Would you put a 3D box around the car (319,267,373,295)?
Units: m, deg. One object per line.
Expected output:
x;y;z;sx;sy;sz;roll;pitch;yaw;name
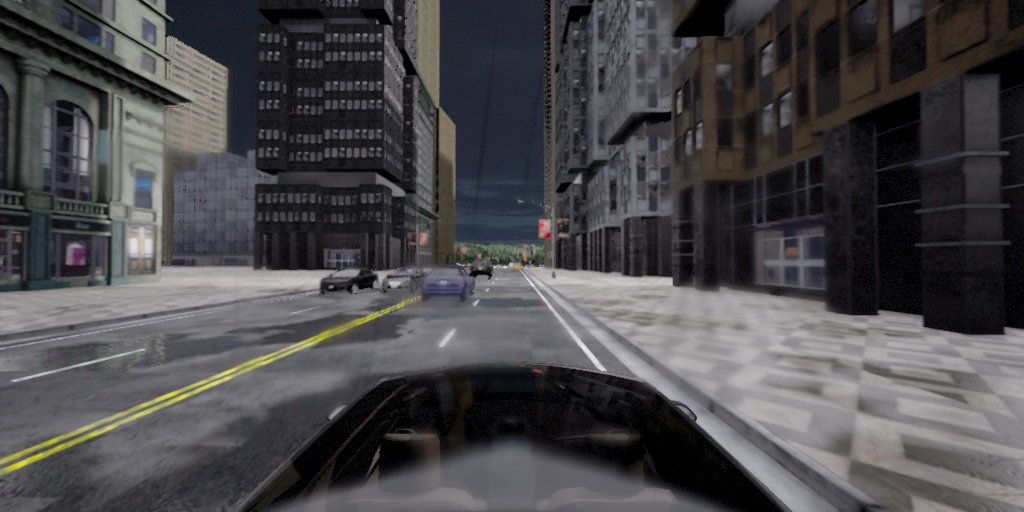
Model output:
-9.848;1.448;22.020;1.882;1.535;5.008;0;-1;0;car

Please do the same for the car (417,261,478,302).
-3.148;1.285;18.591;2.097;1.767;4.553;0;-1;0;car

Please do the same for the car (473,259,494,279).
-3.146;1.367;38.293;2.150;2.045;5.566;0;-1;0;car

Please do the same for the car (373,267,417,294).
-6.597;1.467;22.539;2.128;1.511;4.902;0;-1;0;car

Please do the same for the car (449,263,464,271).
-9.768;1.945;63.557;1.812;1.442;4.674;0;-1;1;car
